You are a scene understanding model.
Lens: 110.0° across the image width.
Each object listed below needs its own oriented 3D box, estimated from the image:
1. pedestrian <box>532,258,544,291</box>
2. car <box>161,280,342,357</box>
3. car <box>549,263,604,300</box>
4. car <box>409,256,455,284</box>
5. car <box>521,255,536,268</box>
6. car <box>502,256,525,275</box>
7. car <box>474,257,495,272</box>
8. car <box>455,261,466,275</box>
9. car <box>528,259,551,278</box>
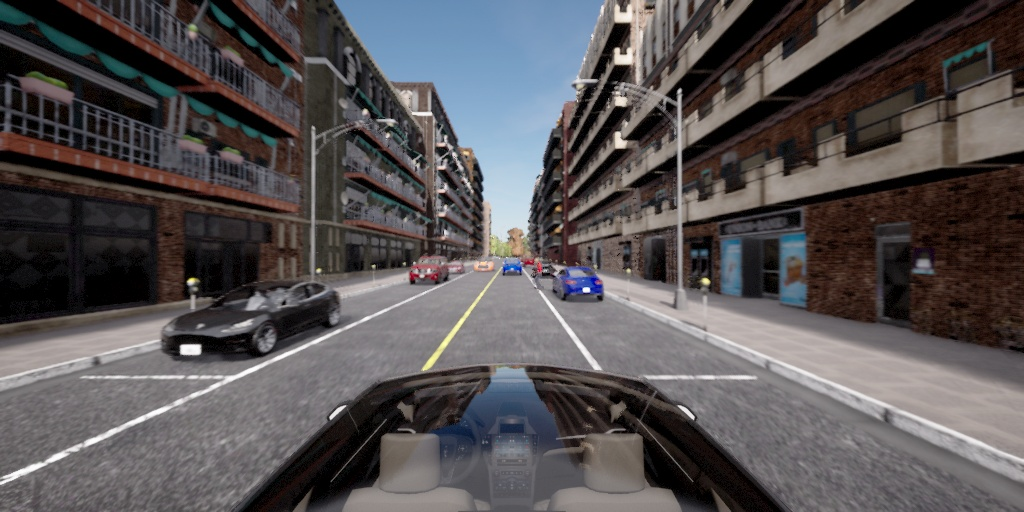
[{"bbox_3d":[1.425,0.942,19.527,0.375,1.860,0.375,1,0,-3],"label":"pedestrian"},{"bbox_3d":[-5.691,1.277,8.527,1.948,1.339,4.313,0,0,0],"label":"car"},{"bbox_3d":[2.996,1.191,16.762,1.812,1.442,4.674,0,0,0],"label":"car"},{"bbox_3d":[-5.696,0.931,25.230,2.192,1.841,5.009,0,0,0],"label":"car"},{"bbox_3d":[2.677,0.778,53.039,2.192,1.841,5.009,0,0,0],"label":"car"},{"bbox_3d":[0.040,1.037,35.548,1.882,1.535,5.008,0,0,0],"label":"car"},{"bbox_3d":[-3.083,0.882,40.817,2.097,1.767,4.553,0,0,0],"label":"car"},{"bbox_3d":[-5.699,1.137,36.366,1.802,1.307,4.207,0,0,0],"label":"car"},{"bbox_3d":[2.683,1.152,30.767,1.948,1.339,4.313,0,0,0],"label":"car"}]
